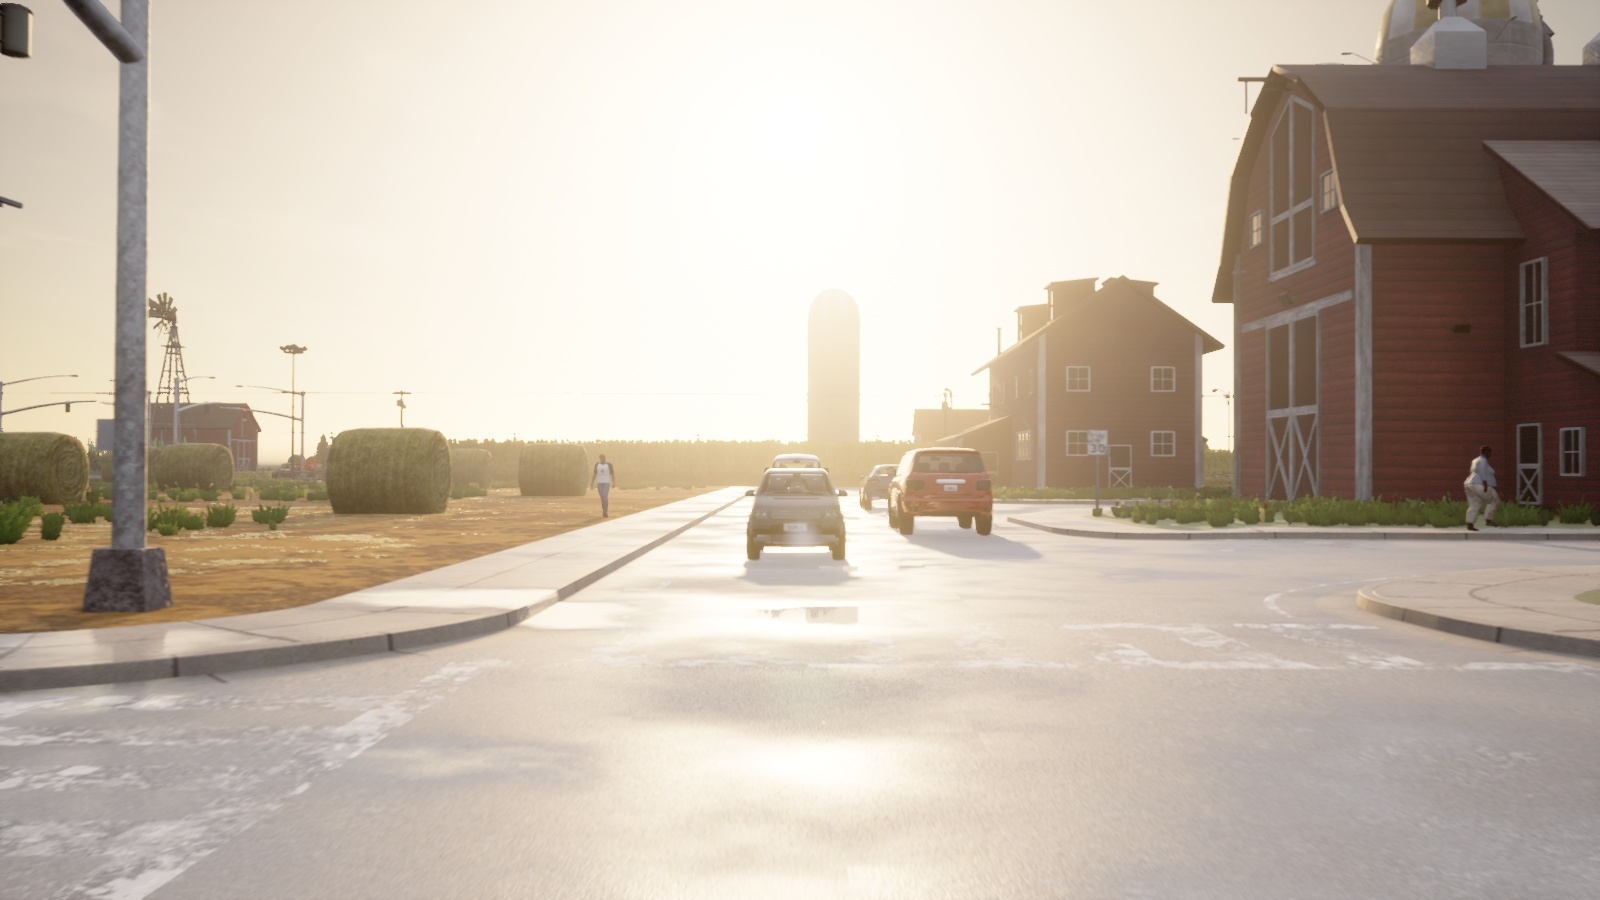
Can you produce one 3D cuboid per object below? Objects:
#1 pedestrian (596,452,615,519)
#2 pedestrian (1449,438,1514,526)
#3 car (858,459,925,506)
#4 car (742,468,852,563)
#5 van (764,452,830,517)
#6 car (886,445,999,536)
[{"bbox_3d":[-5.392,0.985,34.800,0.354,1.836,0.706,0,-1,5],"label":"pedestrian"},{"bbox_3d":[14.548,0.683,26.818,0.900,1.855,0.874,0,-1,2],"label":"pedestrian"},{"bbox_3d":[3.382,1.201,47.363,2.152,1.651,5.027,-1,-1,0],"label":"car"},{"bbox_3d":[-0.054,1.103,22.400,1.789,1.549,3.705,0,-1,0],"label":"car"},{"bbox_3d":[-0.104,1.134,41.755,2.069,2.038,4.480,0,-1,0],"label":"van"},{"bbox_3d":[3.425,0.964,31.237,2.150,2.045,5.566,0,-1,0],"label":"car"}]
